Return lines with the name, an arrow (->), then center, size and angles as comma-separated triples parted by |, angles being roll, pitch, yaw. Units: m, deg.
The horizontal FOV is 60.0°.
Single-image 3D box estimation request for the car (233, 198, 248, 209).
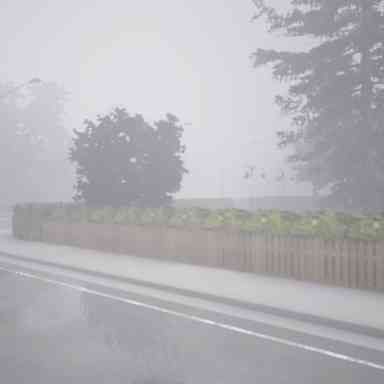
car -> 7.557, 1.647, 49.366 | 2.128, 1.511, 4.902 | 0, 0, 36
